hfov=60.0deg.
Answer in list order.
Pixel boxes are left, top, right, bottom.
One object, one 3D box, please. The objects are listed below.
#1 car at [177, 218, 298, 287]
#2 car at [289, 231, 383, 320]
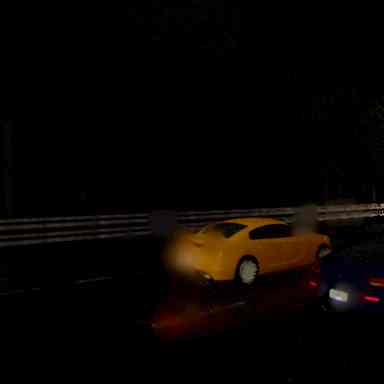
[{"bbox_3d":[1.944,1.481,9.423,5.008,1.535,1.882,0,0,-35],"label":"car"},{"bbox_3d":[4.279,1.529,6.788,4.674,1.442,1.812,0,0,-35],"label":"car"}]
